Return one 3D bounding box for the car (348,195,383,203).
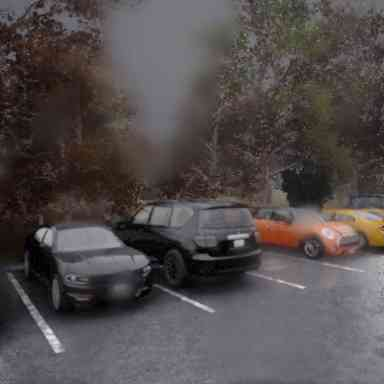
[{"bbox_3d":[11.002,1.219,17.852,2.435,2.045,5.566,0,0,-35],"label":"car"}]

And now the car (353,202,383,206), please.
[{"bbox_3d":[8.611,1.483,16.411,1.946,1.575,5.366,0,0,-35],"label":"car"}]

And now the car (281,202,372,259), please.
[{"bbox_3d":[4.061,1.389,12.983,2.185,1.767,4.553,0,0,-35],"label":"car"}]

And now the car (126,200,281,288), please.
[{"bbox_3d":[-0.483,1.261,9.744,2.435,2.045,5.566,0,0,-35],"label":"car"}]

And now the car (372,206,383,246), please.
[{"bbox_3d":[6.352,1.503,14.569,2.097,1.535,5.008,0,0,-35],"label":"car"}]

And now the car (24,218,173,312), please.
[{"bbox_3d":[-2.742,1.498,8.108,2.097,1.535,5.008,0,0,-35],"label":"car"}]
